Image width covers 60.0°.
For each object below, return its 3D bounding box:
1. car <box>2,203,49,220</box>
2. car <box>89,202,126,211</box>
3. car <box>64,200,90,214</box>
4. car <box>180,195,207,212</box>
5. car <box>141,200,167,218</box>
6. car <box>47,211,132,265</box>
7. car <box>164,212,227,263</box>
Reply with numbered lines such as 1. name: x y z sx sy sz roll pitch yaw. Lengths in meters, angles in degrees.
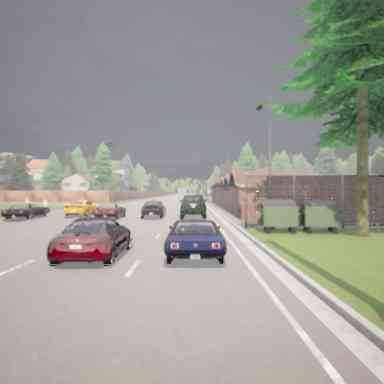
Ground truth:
1. car: -14.000 1.623 28.375 1.895 1.301 4.718 0 0 0
2. car: -6.895 1.623 28.362 1.895 1.301 4.718 0 0 0
3. car: -10.393 1.502 31.464 1.882 1.535 5.008 0 0 0
4. car: 0.105 1.244 28.994 2.150 2.045 5.566 0 0 0
5. car: -3.394 1.528 29.952 1.837 1.490 4.892 0 0 0
6. car: -3.398 1.573 11.716 1.994 1.385 4.181 0 0 0
7. car: 0.102 1.610 11.980 1.895 1.301 4.718 0 0 0
